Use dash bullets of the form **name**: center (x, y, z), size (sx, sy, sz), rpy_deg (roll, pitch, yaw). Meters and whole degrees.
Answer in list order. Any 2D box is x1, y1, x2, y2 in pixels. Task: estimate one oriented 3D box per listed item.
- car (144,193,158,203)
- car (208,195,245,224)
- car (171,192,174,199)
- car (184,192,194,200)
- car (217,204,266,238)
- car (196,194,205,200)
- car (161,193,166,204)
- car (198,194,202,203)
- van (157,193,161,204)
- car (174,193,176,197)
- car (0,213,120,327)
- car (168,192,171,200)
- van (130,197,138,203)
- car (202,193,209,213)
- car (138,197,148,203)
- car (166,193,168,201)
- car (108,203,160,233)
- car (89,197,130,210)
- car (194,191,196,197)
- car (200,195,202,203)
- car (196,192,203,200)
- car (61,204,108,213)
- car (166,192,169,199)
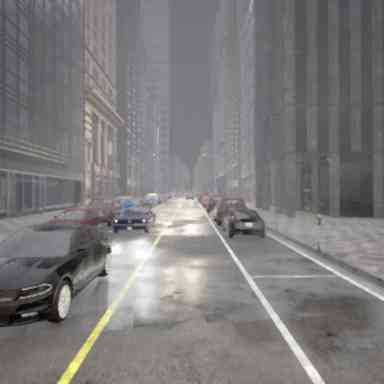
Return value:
- **car**: center (-6.113, 1.310, 45.220), size (1.967, 1.590, 4.097), rpy_deg (0, 0, 0)
- **car**: center (2.548, 1.242, 22.769), size (2.192, 1.841, 5.009), rpy_deg (0, 0, 0)
- **car**: center (-6.349, 1.231, 84.592), size (1.887, 1.381, 4.507), rpy_deg (0, 0, 0)
- **car**: center (-0.453, 1.246, 77.129), size (1.994, 1.385, 4.181), rpy_deg (0, 0, 0)
- **car**: center (2.580, 1.511, 17.145), size (1.947, 1.339, 4.313), rpy_deg (0, 0, 0)
- **car**: center (2.177, 1.206, 84.638), size (2.008, 1.369, 4.403), rpy_deg (0, 0, 0)
- **car**: center (-6.179, 1.135, 56.469), size (2.192, 1.841, 5.009), rpy_deg (0, 0, 0)
- **car**: center (2.378, 1.359, 50.892), size (1.887, 1.381, 4.507), rpy_deg (0, 0, 0)
- **van**: center (-6.145, 1.186, 50.844), size (1.690, 1.788, 3.998), rpy_deg (0, 0, 0)
- **car**: center (-6.381, 0.974, 90.215), size (2.192, 1.841, 5.009), rpy_deg (0, 0, 0)
- **car**: center (-3.135, 1.471, 7.371), size (1.882, 1.535, 5.008), rpy_deg (0, 0, 0)
- **car**: center (-6.280, 1.267, 73.173), size (1.752, 1.417, 4.829), rpy_deg (0, 0, 0)
- **van**: center (-6.011, 1.280, 28.346), size (1.690, 1.788, 3.998), rpy_deg (0, 0, 0)
- **car**: center (2.481, 1.201, 34.018), size (2.192, 1.841, 5.009), rpy_deg (0, 0, 0)
- **car**: center (-6.046, 1.468, 33.971), size (2.008, 1.369, 4.403), rpy_deg (0, 0, 0)
- **car**: center (-6.214, 1.345, 62.094), size (2.008, 1.369, 4.403), rpy_deg (0, 0, 0)
- **car**: center (-3.194, 1.560, 19.261), size (1.895, 1.301, 4.718), rpy_deg (0, 0, 0)
- **car**: center (-5.978, 1.273, 22.720), size (2.192, 1.841, 5.009), rpy_deg (0, 0, 0)
- **car**: center (2.246, 1.025, 73.389), size (2.192, 1.841, 5.009), rpy_deg (0, 0, 0)
- **car**: center (2.412, 1.421, 45.268), size (1.802, 1.307, 4.206), rpy_deg (0, 0, 0)
- **car**: center (2.313, 1.079, 62.140), size (2.192, 1.841, 5.009), rpy_deg (0, 0, 0)
- **car**: center (-5.945, 1.521, 17.096), size (1.887, 1.381, 4.507), rpy_deg (0, 0, 0)
- **car**: center (-6.248, 1.313, 67.718), size (1.887, 1.381, 4.507), rpy_deg (0, 0, 0)
